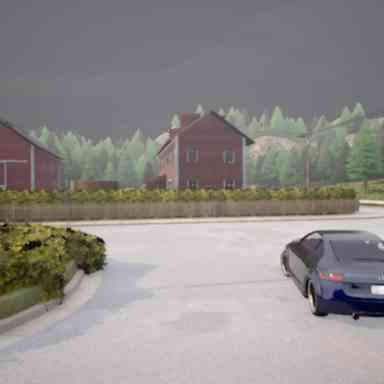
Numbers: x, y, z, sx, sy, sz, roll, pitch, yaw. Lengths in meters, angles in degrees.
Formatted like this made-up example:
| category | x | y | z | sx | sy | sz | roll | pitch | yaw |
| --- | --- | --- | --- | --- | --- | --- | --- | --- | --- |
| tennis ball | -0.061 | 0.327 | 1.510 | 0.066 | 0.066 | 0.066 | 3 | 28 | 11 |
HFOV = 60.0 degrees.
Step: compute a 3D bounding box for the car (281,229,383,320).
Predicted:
| category | x | y | z | sx | sy | sz | roll | pitch | yaw |
| --- | --- | --- | --- | --- | --- | --- | --- | --- | --- |
| car | 3.236 | 1.497 | 7.229 | 1.994 | 1.385 | 4.181 | 0 | 0 | 7 |
